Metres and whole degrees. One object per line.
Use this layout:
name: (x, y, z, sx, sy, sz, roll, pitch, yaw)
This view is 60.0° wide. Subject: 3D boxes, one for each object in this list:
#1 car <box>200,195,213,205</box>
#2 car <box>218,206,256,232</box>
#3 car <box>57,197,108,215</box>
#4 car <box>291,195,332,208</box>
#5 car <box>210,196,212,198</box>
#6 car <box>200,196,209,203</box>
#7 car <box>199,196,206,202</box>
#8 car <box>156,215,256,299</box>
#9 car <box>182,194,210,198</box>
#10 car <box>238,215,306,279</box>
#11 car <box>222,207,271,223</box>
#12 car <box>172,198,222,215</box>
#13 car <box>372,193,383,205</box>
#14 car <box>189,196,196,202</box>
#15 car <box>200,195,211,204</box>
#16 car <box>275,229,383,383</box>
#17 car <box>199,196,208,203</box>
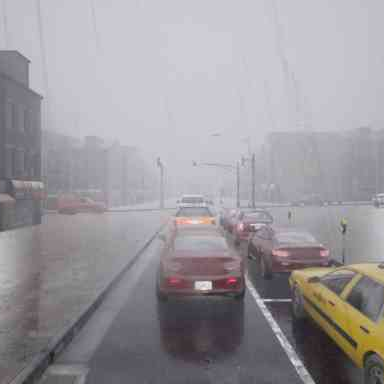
car: (2.718, 1.467, 63.452, 2.192, 1.841, 5.009, -1, 0, 0)
car: (2.662, 1.594, 20.706, 1.802, 1.307, 4.206, 0, 0, 0)
car: (-12.531, 1.615, 38.245, 5.566, 2.045, 2.150, -2, 0, 1)
car: (14.792, 1.107, 41.200, 4.892, 1.490, 1.837, -2, 0, 0)
car: (2.712, 1.567, 58.050, 1.967, 1.590, 4.097, -1, 0, 0)
car: (2.734, 1.646, 74.256, 1.967, 1.590, 4.097, -1, 0, 0)
car: (2.758, 1.824, 90.633, 1.752, 1.417, 4.829, -1, 0, 0)
car: (0.131, 1.527, 8.322, 1.812, 1.442, 4.674, 0, 0, -2)
car: (0.067, 1.246, 26.440, 2.150, 2.045, 5.566, 0, 0, 0)
car: (2.647, 1.584, 9.773, 1.802, 1.307, 4.206, 0, 0, 0)
car: (2.654, 1.446, 15.240, 1.967, 1.590, 4.097, 0, 0, 0)
car: (0.108, 1.358, 15.664, 2.097, 1.767, 4.553, 0, 0, 0)
car: (25.470, 0.548, 41.207, 5.566, 2.045, 2.150, -1, 0, 0)
car: (0.118, 1.745, 83.109, 1.837, 1.490, 4.892, 0, 0, 0)
car: (2.725, 1.493, 68.855, 2.192, 1.841, 5.009, -1, 0, 0)
car: (2.639, 1.525, 4.476, 1.752, 1.417, 4.829, 0, 0, 0)
car: (2.741, 1.675, 79.659, 1.967, 1.590, 4.097, -1, 0, 0)
